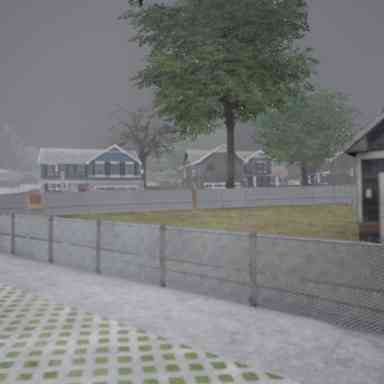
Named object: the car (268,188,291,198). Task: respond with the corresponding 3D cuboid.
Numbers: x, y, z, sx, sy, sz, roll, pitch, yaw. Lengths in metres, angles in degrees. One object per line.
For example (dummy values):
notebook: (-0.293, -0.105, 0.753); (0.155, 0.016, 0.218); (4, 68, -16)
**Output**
car: (10.424, 0.323, 37.517); (4.902, 1.511, 2.128); (-1, 0, -15)
